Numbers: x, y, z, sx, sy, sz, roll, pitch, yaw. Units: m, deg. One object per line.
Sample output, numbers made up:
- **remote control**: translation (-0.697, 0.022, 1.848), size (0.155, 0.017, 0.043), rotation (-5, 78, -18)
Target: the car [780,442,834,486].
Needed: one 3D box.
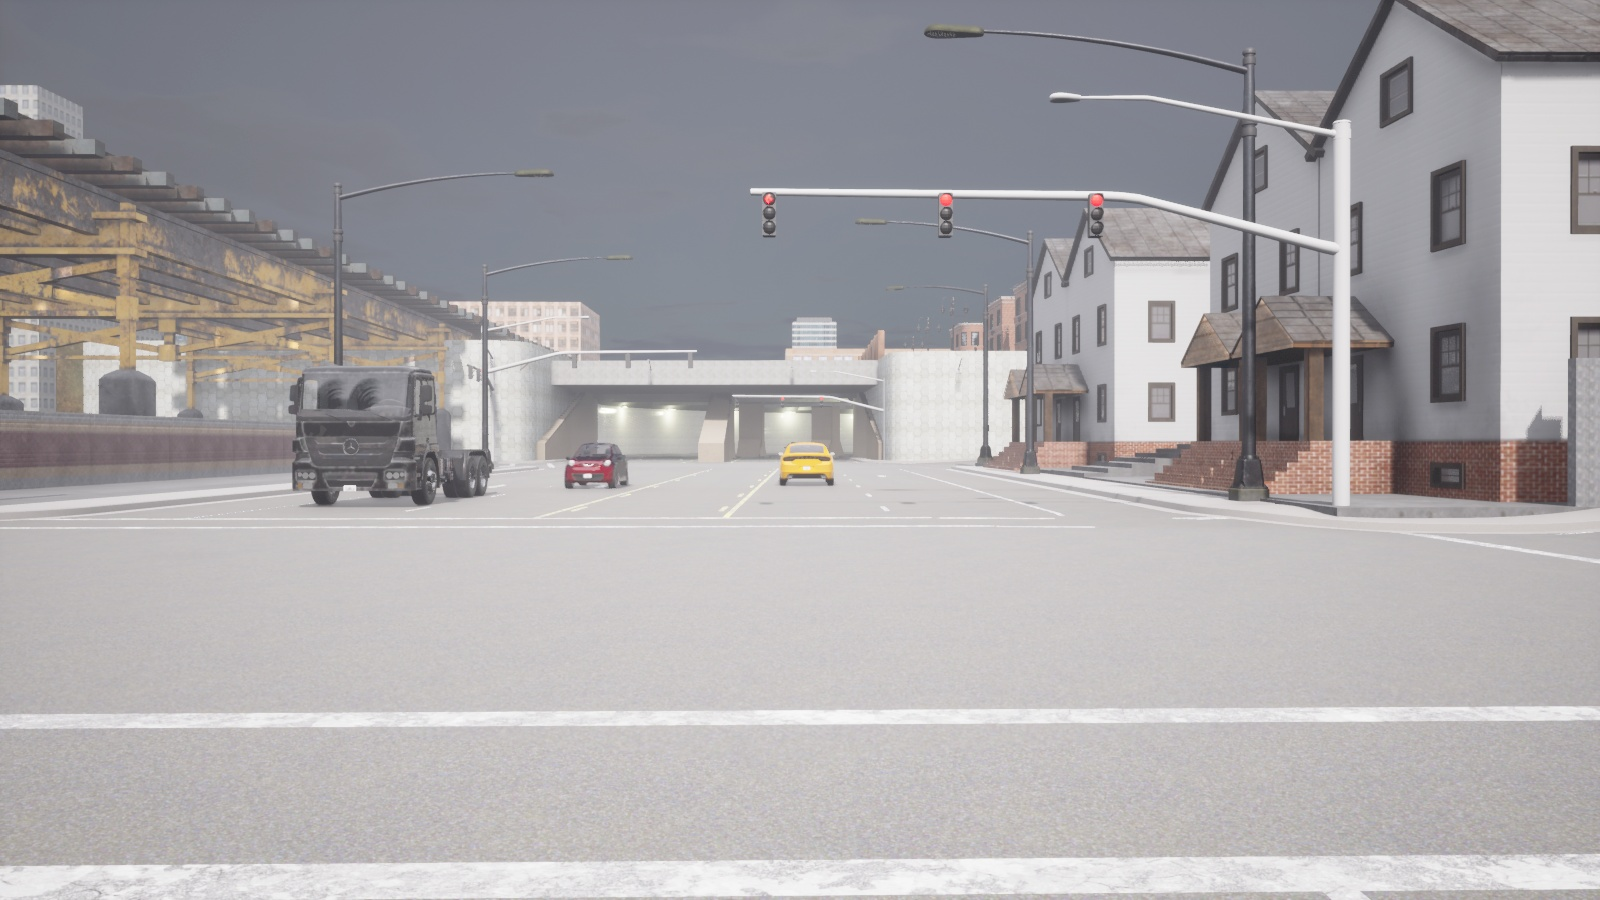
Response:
- **car**: translation (0.246, 0.465, 45.960), size (1.882, 1.535, 5.008), rotation (0, 0, 0)

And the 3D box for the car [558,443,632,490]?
- **car**: translation (-6.775, 0.519, 41.785), size (1.845, 1.501, 3.633), rotation (0, 0, 0)

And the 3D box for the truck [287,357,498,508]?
- **truck**: translation (-10.319, -0.429, 32.822), size (2.891, 3.462, 7.936), rotation (0, 0, 0)
